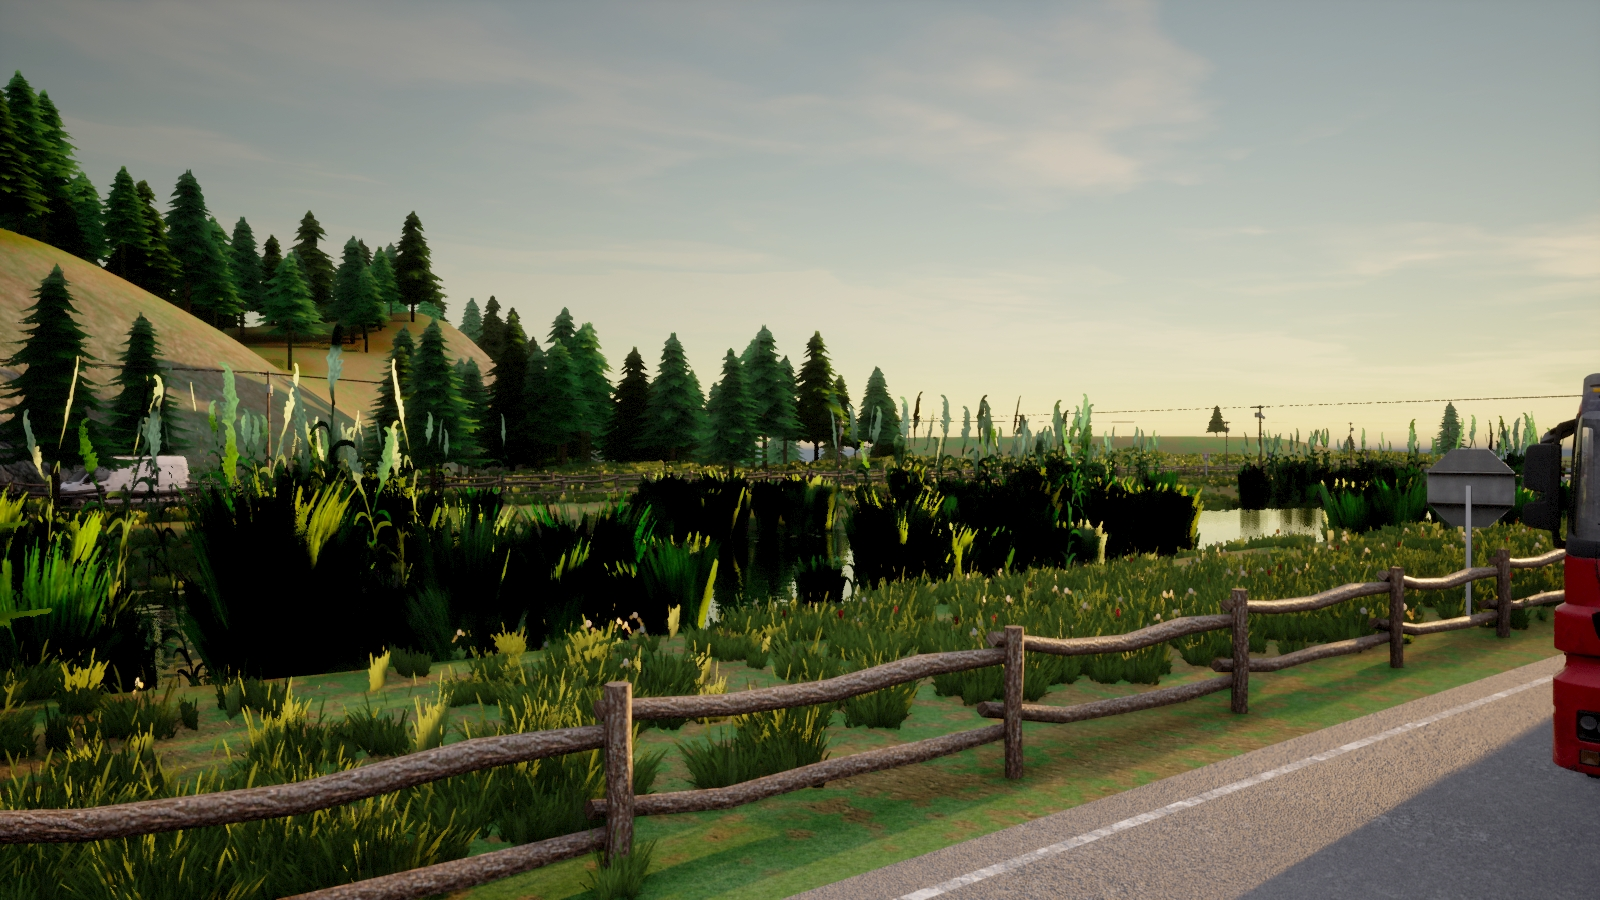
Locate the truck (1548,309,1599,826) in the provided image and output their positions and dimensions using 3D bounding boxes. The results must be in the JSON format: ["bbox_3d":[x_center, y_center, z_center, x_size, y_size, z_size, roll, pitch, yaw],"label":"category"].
[{"bbox_3d":[9.527,0.862,10.953,2.891,3.827,8.468,0,0,40],"label":"truck"}]

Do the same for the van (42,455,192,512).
[{"bbox_3d":[-32.865,1.534,55.136,1.988,2.561,5.915,0,0,42],"label":"van"}]

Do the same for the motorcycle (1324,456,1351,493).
[{"bbox_3d":[35.015,1.577,74.470,2.033,2.348,0.803,0,0,-39],"label":"motorcycle"}]
